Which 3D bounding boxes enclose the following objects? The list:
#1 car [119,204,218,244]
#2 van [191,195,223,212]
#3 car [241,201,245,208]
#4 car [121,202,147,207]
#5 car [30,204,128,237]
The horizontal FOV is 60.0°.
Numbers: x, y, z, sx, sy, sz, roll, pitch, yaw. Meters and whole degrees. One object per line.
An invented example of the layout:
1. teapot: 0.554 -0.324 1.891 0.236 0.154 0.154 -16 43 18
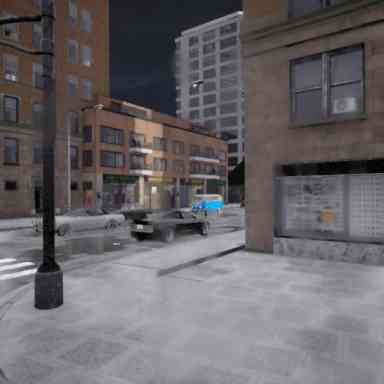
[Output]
1. car: -0.884 1.428 15.013 1.947 1.339 4.313 0 0 35
2. van: 1.517 1.164 33.177 1.690 1.788 3.998 0 0 35
3. car: 7.762 1.289 42.012 1.887 1.381 4.507 0 0 35
4. car: -4.727 1.454 24.344 2.008 1.369 4.403 0 0 35
5. car: -5.985 1.523 17.799 1.895 1.301 4.718 -1 0 35
